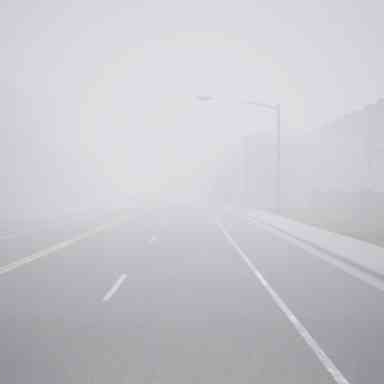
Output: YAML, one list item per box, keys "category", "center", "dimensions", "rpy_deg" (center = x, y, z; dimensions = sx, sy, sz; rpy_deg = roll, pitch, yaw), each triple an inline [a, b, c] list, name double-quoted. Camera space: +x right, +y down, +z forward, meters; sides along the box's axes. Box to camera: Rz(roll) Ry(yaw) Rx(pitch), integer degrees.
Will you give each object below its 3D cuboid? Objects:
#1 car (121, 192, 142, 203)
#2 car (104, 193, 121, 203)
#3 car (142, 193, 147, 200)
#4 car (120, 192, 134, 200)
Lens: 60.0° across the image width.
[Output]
- category: "car"
  center: [-10.559, 1.175, 58.440]
  dimensions: [1.895, 1.301, 4.718]
  rpy_deg: [0, 0, 0]
- category: "car"
  center: [-14.058, 0.923, 58.652]
  dimensions: [2.097, 1.767, 4.553]
  rpy_deg: [0, 1, 0]
- category: "car"
  center: [-10.540, 0.998, 72.240]
  dimensions: [1.812, 1.442, 4.674]
  rpy_deg: [0, 0, 0]
- category: "car"
  center: [-14.040, 0.829, 72.267]
  dimensions: [2.097, 1.767, 4.553]
  rpy_deg: [0, 0, 0]
